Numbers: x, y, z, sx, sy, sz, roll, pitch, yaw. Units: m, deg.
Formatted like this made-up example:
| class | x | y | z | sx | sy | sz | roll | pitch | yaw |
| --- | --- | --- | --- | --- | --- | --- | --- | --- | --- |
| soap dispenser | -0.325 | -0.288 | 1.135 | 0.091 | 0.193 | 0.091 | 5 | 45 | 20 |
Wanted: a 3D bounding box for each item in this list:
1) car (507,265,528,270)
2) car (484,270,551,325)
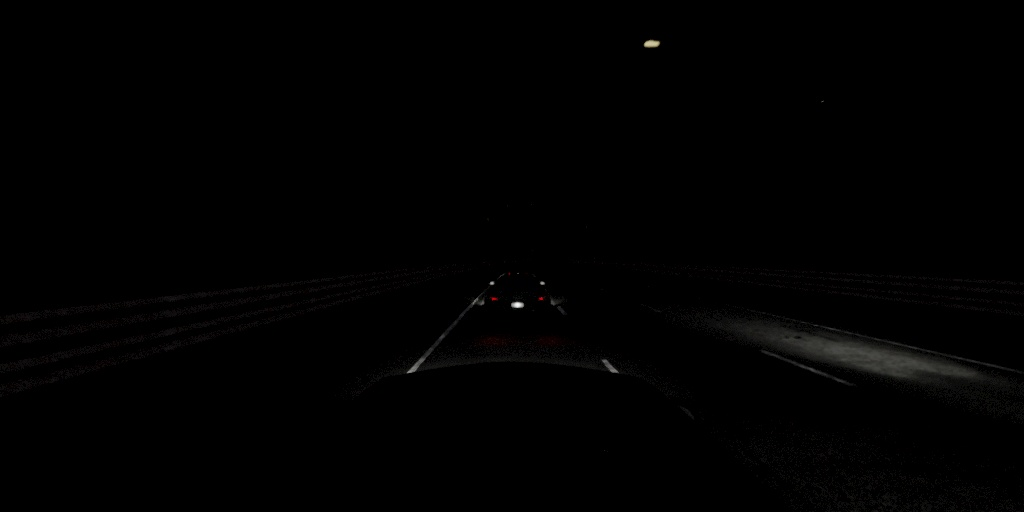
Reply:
| class | x | y | z | sx | sy | sz | roll | pitch | yaw |
| --- | --- | --- | --- | --- | --- | --- | --- | --- | --- |
| car | 0.519 | 1.396 | 29.427 | 1.895 | 1.301 | 4.718 | 0 | 0 | 2 |
| car | 0.176 | 1.320 | 11.880 | 1.994 | 1.385 | 4.181 | 0 | 0 | 1 |
